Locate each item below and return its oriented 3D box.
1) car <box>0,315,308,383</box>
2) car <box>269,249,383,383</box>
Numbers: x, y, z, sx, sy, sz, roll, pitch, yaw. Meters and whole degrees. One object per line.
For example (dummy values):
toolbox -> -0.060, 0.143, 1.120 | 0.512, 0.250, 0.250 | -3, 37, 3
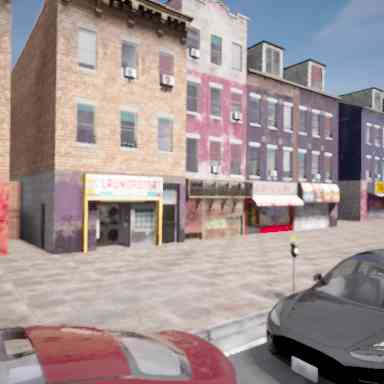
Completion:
car -> -1.480, 1.579, 1.753 | 4.206, 1.307, 1.802 | 1, 0, -35
car -> 3.027, 1.617, 4.962 | 4.313, 1.339, 1.947 | 1, 0, -35
